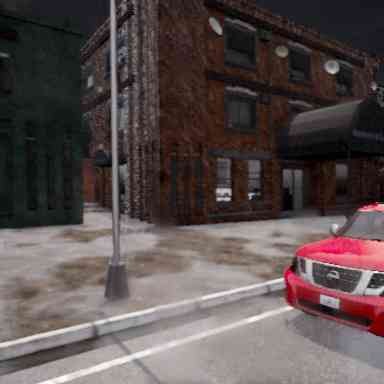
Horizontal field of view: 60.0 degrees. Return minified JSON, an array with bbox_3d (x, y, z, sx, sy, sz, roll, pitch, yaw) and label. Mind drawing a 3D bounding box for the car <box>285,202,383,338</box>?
[{"bbox_3d":[4.227,1.225,6.394,5.566,2.045,2.150,0,0,-36],"label":"car"}]
